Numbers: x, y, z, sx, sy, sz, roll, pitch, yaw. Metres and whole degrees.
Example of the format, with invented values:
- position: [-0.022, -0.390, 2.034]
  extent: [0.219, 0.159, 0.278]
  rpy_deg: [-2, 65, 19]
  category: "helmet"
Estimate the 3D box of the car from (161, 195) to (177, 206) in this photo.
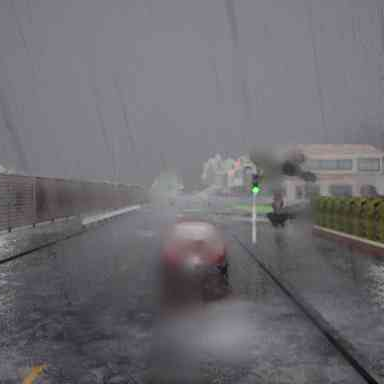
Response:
- position: [-4.068, 1.515, 55.391]
  extent: [2.128, 1.511, 4.902]
  rpy_deg: [0, 0, 0]
  category: "car"

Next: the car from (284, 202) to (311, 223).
- position: [9.569, 1.515, 25.430]
  extent: [4.892, 1.490, 1.837]
  rpy_deg: [0, -1, 2]
  category: "car"

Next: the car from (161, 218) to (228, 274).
- position: [0.073, 1.530, 10.488]
  extent: [1.812, 1.442, 4.674]
  rpy_deg: [0, 0, 0]
  category: "car"
